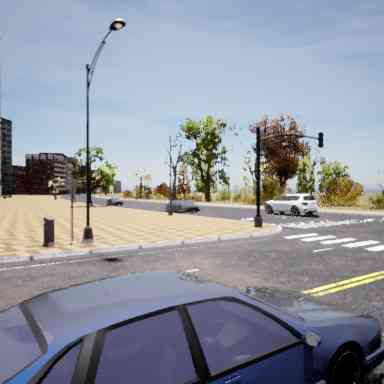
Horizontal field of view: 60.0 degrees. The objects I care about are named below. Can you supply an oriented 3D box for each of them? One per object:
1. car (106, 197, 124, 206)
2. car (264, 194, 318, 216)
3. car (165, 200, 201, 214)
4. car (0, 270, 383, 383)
[{"bbox_3d":[-13.485,1.662,58.043,2.033,1.411,5.357,0,0,-30],"label":"car"},{"bbox_3d":[9.596,1.238,32.602,2.150,2.045,5.566,0,0,-32],"label":"car"},{"bbox_3d":[-1.155,1.616,37.204,2.033,1.411,5.357,0,0,-32],"label":"car"},{"bbox_3d":[-0.285,1.546,3.192,5.357,1.411,2.033,0,0,-35],"label":"car"}]
